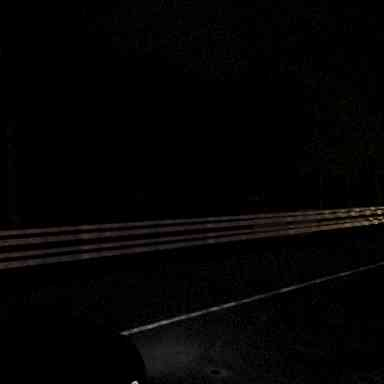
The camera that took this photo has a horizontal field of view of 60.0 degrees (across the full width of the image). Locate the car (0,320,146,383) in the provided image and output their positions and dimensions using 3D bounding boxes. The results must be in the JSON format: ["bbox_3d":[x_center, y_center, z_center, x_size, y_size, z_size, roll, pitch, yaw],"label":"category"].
[{"bbox_3d":[-2.499,1.531,1.965,4.674,1.442,1.812,0,0,-36],"label":"car"}]
